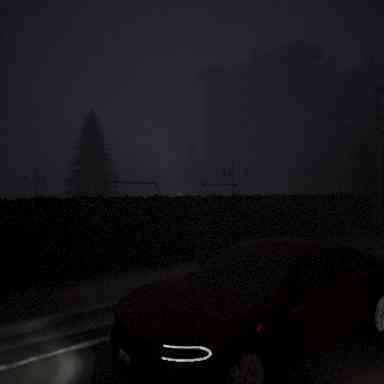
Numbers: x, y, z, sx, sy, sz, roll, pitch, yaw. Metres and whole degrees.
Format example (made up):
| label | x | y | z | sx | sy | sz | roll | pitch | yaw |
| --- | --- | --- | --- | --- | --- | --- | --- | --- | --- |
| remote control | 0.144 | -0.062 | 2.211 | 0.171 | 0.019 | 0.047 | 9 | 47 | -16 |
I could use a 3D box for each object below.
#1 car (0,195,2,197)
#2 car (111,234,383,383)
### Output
| label | x | y | z | sx | sy | sz | roll | pitch | yaw |
| --- | --- | --- | --- | --- | --- | --- | --- | --- | --- |
| car | -40.330 | 1.375 | 67.391 | 3.633 | 1.501 | 1.845 | 0 | 0 | -38 |
| car | 1.271 | 1.478 | 5.055 | 5.008 | 1.535 | 1.882 | 0 | 0 | -37 |
